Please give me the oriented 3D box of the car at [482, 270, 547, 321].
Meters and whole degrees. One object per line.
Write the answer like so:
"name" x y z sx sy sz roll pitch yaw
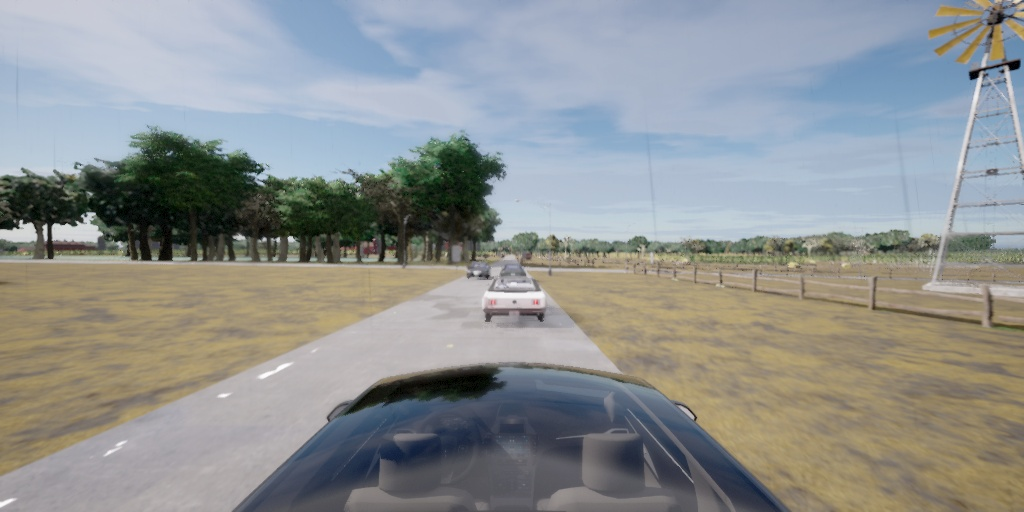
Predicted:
"car" 0.084 1.346 12.399 1.895 1.301 4.718 0 0 0

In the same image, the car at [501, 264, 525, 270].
"car" 0.081 1.296 27.984 1.994 1.385 4.181 0 0 0

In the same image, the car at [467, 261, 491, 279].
"car" -2.836 1.218 31.468 2.128 1.511 4.902 0 0 0
